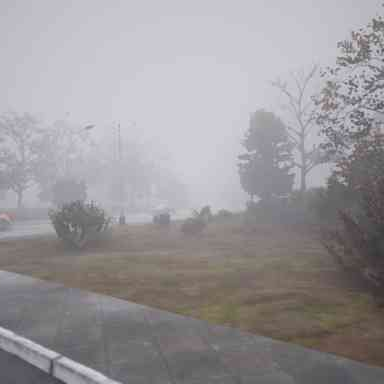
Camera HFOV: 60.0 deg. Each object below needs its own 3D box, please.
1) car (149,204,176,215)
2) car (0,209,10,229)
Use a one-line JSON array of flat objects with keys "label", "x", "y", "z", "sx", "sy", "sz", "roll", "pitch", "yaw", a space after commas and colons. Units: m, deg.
[{"label": "car", "x": -3.964, "y": 2.423, "z": 46.398, "sx": 1.812, "sy": 1.442, "sz": 4.674, "roll": -3, "pitch": -2, "yaw": 32}, {"label": "car", "x": -16.936, "y": 2.164, "z": 26.087, "sx": 2.097, "sy": 1.767, "sz": 4.553, "roll": -3, "pitch": -2, "yaw": 33}]
